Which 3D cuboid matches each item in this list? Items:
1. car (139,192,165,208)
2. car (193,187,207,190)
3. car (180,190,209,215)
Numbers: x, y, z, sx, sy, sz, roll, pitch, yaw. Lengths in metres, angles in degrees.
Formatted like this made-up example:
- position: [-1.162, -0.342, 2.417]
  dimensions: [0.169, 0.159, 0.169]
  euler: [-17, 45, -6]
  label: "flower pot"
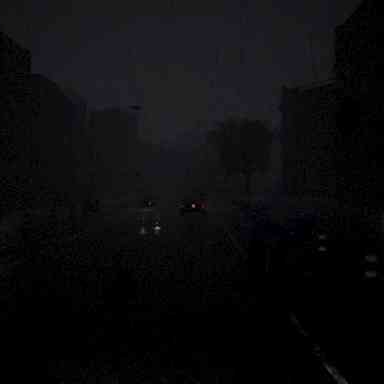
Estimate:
- position: [-3.521, 0.682, 30.120]
  dimensions: [1.994, 1.385, 4.181]
  euler: [0, 2, 1]
  label: "car"
- position: [0.935, 0.103, 42.653]
  dimensions: [1.994, 1.385, 4.181]
  euler: [0, 3, 9]
  label: "car"
- position: [0.098, 0.885, 24.963]
  dimensions: [2.033, 1.411, 5.357]
  euler: [0, 2, 0]
  label: "car"
